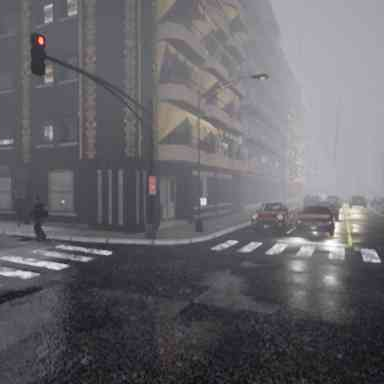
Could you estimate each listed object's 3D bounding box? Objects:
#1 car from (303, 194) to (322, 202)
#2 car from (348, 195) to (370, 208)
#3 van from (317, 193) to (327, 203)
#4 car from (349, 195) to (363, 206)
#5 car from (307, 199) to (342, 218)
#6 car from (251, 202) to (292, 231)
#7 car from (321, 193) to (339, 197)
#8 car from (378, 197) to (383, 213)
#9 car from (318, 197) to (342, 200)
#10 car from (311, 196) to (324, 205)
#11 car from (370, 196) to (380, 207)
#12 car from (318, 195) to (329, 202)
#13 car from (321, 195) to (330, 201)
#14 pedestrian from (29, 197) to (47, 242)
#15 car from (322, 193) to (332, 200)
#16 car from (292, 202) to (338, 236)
[{"bbox_3d":[16.636,1.224,46.001,2.192,1.841,5.009,0,0,24],"label":"car"},{"bbox_3d":[22.812,1.259,45.782,2.097,1.767,4.553,0,0,24],"label":"car"},{"bbox_3d":[25.985,1.208,66.528,1.690,1.788,3.998,0,0,24],"label":"van"},{"bbox_3d":[26.851,1.367,54.687,1.882,1.535,5.008,0,0,24],"label":"car"},{"bbox_3d":[10.661,1.510,26.591,1.994,1.385,4.181,0,0,25],"label":"car"},{"bbox_3d":[4.953,1.400,20.343,1.967,1.590,4.097,0,0,24],"label":"car"},{"bbox_3d":[19.068,1.262,44.900,2.097,1.767,4.553,0,0,25],"label":"car"},{"bbox_3d":[19.588,1.478,32.259,1.887,1.381,4.507,0,0,24],"label":"car"},{"bbox_3d":[14.803,1.529,35.650,1.895,1.301,4.718,0,0,25],"label":"car"},{"bbox_3d":[21.241,1.414,56.110,1.752,1.417,4.829,0,0,24],"label":"car"},{"bbox_3d":[26.599,1.343,47.655,1.967,1.590,4.097,0,0,24],"label":"car"},{"bbox_3d":[28.322,1.407,71.660,2.008,1.369,4.403,0,0,24],"label":"car"},{"bbox_3d":[32.925,1.360,81.768,1.752,1.417,4.829,0,0,24],"label":"car"},{"bbox_3d":[-6.028,1.046,13.101,0.375,1.860,0.375,0,-1,24],"label":"pedestrian"},{"bbox_3d":[35.331,1.139,87.055,2.192,1.841,5.009,0,0,24],"label":"car"},{"bbox_3d":[6.919,1.488,18.402,1.812,1.442,4.674,0,0,25],"label":"car"}]
